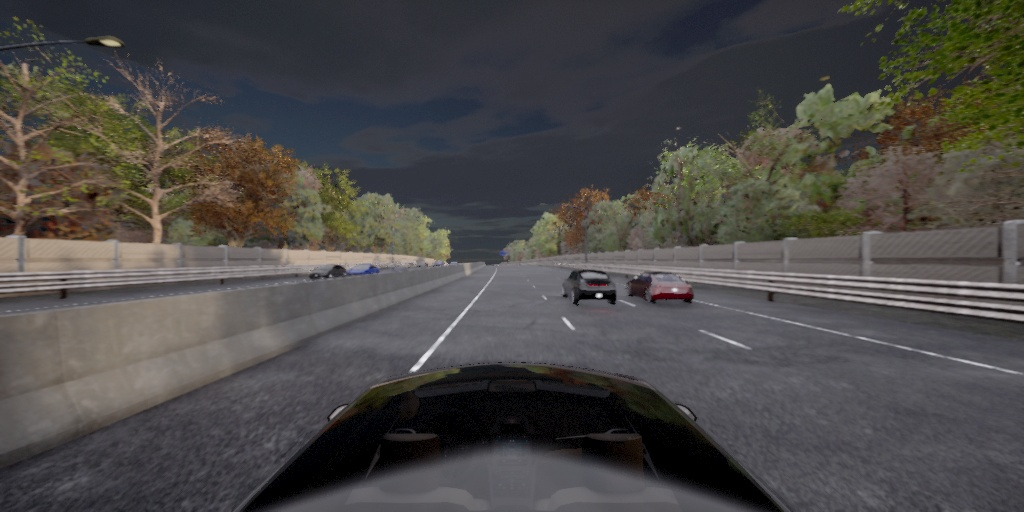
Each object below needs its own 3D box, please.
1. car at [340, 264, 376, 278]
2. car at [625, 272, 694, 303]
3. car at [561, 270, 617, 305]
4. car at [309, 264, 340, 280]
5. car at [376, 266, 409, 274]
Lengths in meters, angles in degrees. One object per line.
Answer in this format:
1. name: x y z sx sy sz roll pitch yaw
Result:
1. car: -14.377 1.533 34.893 1.882 1.535 5.008 0 -1 -1
2. car: 7.031 1.449 17.525 1.994 1.385 4.181 0 -1 0
3. car: 3.536 1.389 17.052 1.837 1.490 4.892 0 0 0
4. car: -17.878 1.566 35.104 1.837 1.490 4.892 0 -1 -1
5. car: -10.865 1.645 33.890 1.895 1.301 4.718 0 -1 -1
